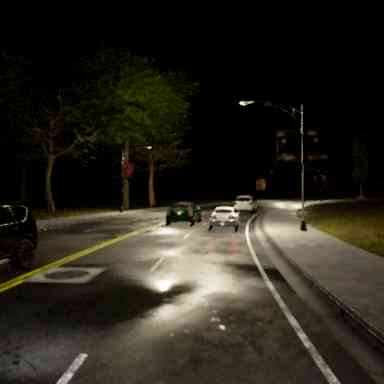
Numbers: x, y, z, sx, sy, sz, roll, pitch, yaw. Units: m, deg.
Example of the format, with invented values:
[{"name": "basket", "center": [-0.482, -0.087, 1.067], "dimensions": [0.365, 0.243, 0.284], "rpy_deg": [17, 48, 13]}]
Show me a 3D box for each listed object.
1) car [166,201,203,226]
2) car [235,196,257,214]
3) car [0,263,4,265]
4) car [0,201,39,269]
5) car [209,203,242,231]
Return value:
[{"name": "car", "center": [-0.498, 1.549, 25.299], "dimensions": [2.097, 1.767, 4.553], "rpy_deg": [0, 0, 10]}, {"name": "car", "center": [6.475, 1.490, 39.695], "dimensions": [2.150, 2.045, 5.566], "rpy_deg": [0, 0, 17]}, {"name": "car", "center": [-3.053, 1.533, 1.457], "dimensions": [1.812, 1.442, 4.674], "rpy_deg": [0, -1, 1]}, {"name": "car", "center": [-6.189, 1.288, 8.633], "dimensions": [2.150, 2.045, 5.566], "rpy_deg": [0, -1, 4]}, {"name": "car", "center": [2.213, 1.694, 22.142], "dimensions": [1.812, 1.442, 4.674], "rpy_deg": [0, -1, 10]}]
